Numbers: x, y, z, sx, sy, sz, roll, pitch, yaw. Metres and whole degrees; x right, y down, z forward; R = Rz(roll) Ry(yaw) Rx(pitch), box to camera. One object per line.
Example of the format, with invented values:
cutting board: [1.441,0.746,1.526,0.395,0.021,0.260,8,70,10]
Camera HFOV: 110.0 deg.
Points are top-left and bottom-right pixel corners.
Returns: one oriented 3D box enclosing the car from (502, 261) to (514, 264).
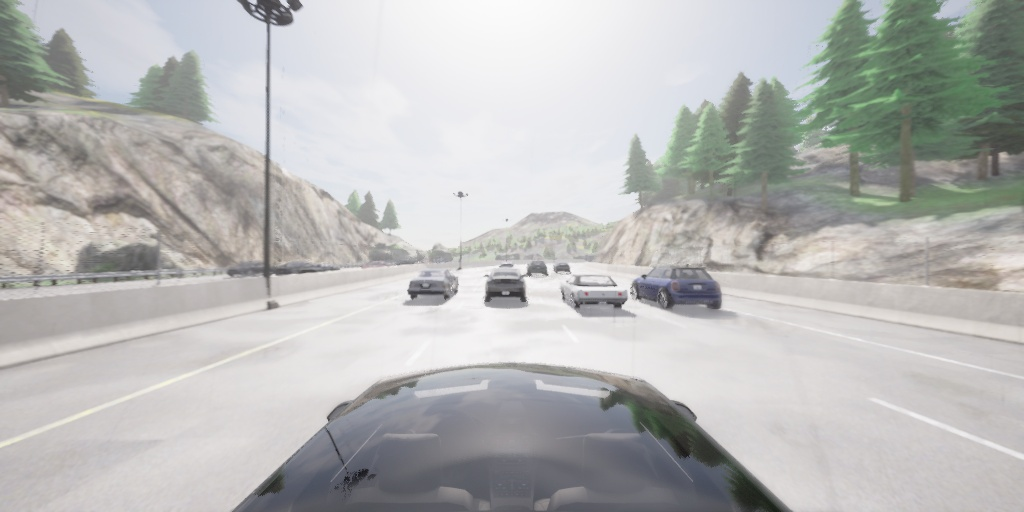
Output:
car: [-0.555,1.410,49.050,2.128,1.511,4.902,0,0,3]

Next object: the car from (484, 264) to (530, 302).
car: [-0.316,1.311,17.549,1.837,1.490,4.892,0,0,-1]

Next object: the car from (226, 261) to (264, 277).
car: [-25.350,1.260,34.944,1.837,1.490,4.892,0,-1,-1]

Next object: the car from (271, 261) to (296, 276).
car: [-21.878,1.252,36.491,1.882,1.535,5.008,0,0,0]

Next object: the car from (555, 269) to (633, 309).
car: [3.237,1.414,15.198,1.895,1.301,4.718,0,0,-1]

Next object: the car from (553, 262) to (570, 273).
car: [6.325,1.444,45.756,1.837,1.490,4.892,0,0,2]

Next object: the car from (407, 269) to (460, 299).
car: [-3.832,1.339,18.184,2.033,1.411,5.357,0,0,-1]

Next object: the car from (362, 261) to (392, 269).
car: [-14.894,1.296,39.775,1.882,1.535,5.008,0,0,0]

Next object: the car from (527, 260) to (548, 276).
car: [2.785,1.253,40.117,2.097,1.767,4.553,0,0,0]

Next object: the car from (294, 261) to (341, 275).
car: [-18.358,1.384,34.423,1.895,1.301,4.718,0,0,-1]

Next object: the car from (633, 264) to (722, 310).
car: [6.740,1.181,15.248,2.097,1.767,4.553,0,0,-1]
